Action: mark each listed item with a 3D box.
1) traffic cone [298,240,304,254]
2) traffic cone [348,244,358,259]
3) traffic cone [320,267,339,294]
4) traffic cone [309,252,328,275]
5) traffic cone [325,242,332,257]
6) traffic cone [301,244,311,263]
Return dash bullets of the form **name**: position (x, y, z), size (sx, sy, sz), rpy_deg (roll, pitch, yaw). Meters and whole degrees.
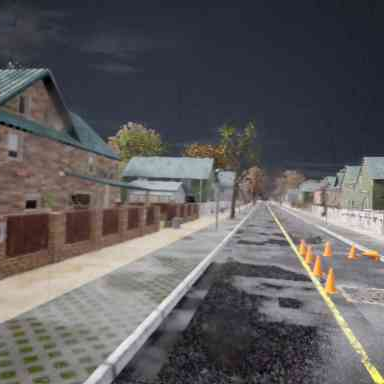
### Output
- **traffic cone**: position (4.766, 2.352, 14.280), size (0.340, 0.580, 0.340), rpy_deg (3, -1, 12)
- **traffic cone**: position (6.719, 2.446, 13.860), size (0.340, 0.580, 0.340), rpy_deg (3, -1, 12)
- **traffic cone**: position (3.510, 2.225, 8.414), size (0.340, 0.580, 0.340), rpy_deg (3, -1, 12)
- **traffic cone**: position (3.929, 2.268, 10.369), size (0.340, 0.580, 0.340), rpy_deg (3, -1, 12)
- **traffic cone**: position (5.742, 2.399, 14.070), size (0.340, 0.580, 0.340), rpy_deg (3, -1, 12)
- **traffic cone**: position (4.348, 2.310, 12.325), size (0.340, 0.580, 0.340), rpy_deg (3, -1, 12)
